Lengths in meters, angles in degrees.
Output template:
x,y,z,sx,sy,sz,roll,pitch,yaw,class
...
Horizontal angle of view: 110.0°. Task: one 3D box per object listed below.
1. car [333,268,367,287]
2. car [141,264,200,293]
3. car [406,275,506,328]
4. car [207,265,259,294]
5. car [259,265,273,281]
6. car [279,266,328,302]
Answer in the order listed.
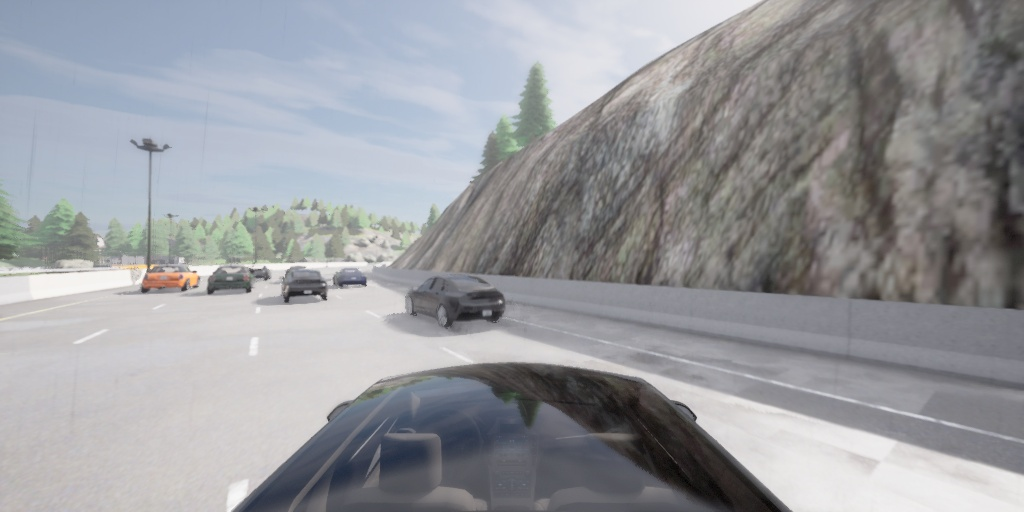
x,y,z,sx,sy,sz,roll,pitch,yaw,class
-12.666,1.643,27.966,1.994,1.385,4.181,0,-1,-32,car
-22.259,1.373,23.590,2.097,1.767,4.553,0,-1,-31,car
-2.069,1.386,12.094,1.837,1.490,4.892,1,-1,-35,car
-17.621,1.365,22.723,2.097,1.767,4.553,0,-1,-32,car
-24.859,1.660,35.232,2.128,1.511,4.902,0,-1,-28,car
-10.879,1.467,18.751,1.837,1.490,4.892,0,-1,-34,car
